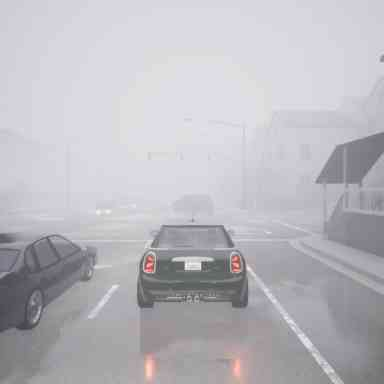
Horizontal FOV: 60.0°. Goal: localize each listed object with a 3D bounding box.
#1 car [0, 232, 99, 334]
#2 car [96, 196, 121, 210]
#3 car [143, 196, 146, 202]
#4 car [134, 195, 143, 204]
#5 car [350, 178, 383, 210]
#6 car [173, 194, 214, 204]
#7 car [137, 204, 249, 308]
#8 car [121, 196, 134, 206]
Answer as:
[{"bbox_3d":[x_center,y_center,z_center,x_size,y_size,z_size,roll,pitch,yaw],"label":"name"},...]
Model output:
[{"bbox_3d":[-3.486,1.547,6.823,2.033,1.411,5.357,0,0,0],"label":"car"},{"bbox_3d":[-11.030,1.564,43.200,1.994,1.385,4.181,0,0,-1],"label":"car"},{"bbox_3d":[-11.237,1.512,73.447,2.128,1.511,4.902,0,0,-1],"label":"car"},{"bbox_3d":[-11.185,1.491,63.164,2.128,1.511,4.902,0,0,0],"label":"car"},{"bbox_3d":[16.007,0.034,27.987,5.566,2.045,2.150,-20,1,-2],"label":"car"},{"bbox_3d":[0.037,1.228,32.295,2.150,2.045,5.566,-2,1,-29],"label":"car"},{"bbox_3d":[0.005,1.352,8.104,2.097,1.767,4.553,0,0,0],"label":"car"},{"bbox_3d":[-11.120,1.352,52.863,2.097,1.767,4.553,0,0,-1],"label":"car"}]
